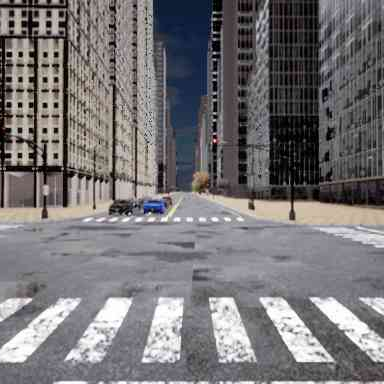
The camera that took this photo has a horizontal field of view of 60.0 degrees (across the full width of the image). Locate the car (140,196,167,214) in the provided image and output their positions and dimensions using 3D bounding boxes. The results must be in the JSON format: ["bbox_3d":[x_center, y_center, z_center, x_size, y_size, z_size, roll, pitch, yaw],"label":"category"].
[{"bbox_3d":[-3.903,1.448,34.564,1.882,1.535,5.008,0,0,-2],"label":"car"}]

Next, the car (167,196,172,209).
[{"bbox_3d":[-4.065,1.560,44.497,1.895,1.301,4.718,0,0,-1],"label":"car"}]

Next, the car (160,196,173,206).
[{"bbox_3d":[-4.246,1.471,55.279,1.812,1.442,4.674,0,0,-1],"label":"car"}]

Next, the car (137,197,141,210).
[{"bbox_3d":[-7.289,1.451,42.794,2.128,1.511,4.902,0,0,-1],"label":"car"}]

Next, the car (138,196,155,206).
[{"bbox_3d":[-7.498,1.435,55.137,2.128,1.511,4.902,0,0,-1],"label":"car"}]

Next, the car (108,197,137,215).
[{"bbox_3d":[-7.130,1.475,33.647,1.837,1.490,4.892,0,0,-1],"label":"car"}]
